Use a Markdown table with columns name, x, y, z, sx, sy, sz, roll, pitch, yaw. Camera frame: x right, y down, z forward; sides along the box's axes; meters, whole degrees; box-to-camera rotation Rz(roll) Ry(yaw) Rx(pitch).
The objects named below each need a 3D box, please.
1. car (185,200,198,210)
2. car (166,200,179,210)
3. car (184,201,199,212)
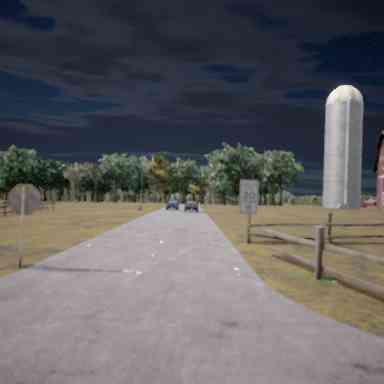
| name | x | y | z | sx | sy | sz | roll | pitch | yaw |
| --- | --- | --- | --- | --- | --- | --- | --- | --- | --- |
| car | -0.116 | 2.145 | 55.409 | 1.994 | 1.385 | 4.181 | 2 | -1 | 0 |
| car | -2.847 | 1.933 | 49.582 | 2.033 | 1.411 | 5.357 | 2 | -1 | 0 |
| car | -0.085 | 1.928 | 44.980 | 1.837 | 1.490 | 4.892 | 2 | -1 | 0 |
